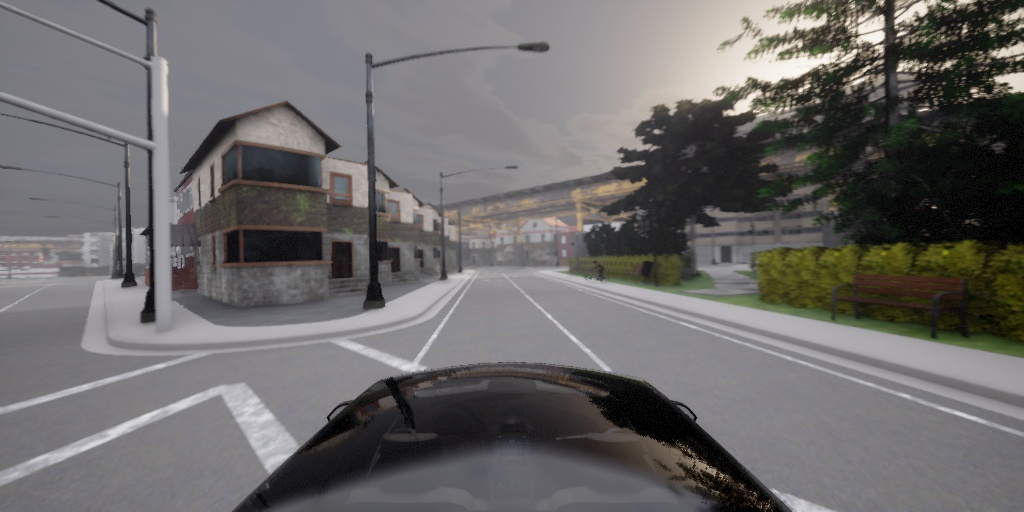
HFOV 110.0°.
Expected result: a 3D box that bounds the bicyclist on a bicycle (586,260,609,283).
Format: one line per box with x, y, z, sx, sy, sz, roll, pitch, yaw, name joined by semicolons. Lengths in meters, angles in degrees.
5.963;1.094;24.999;1.656;1.620;0.582;-1;0;-4;bicyclist on a bicycle
